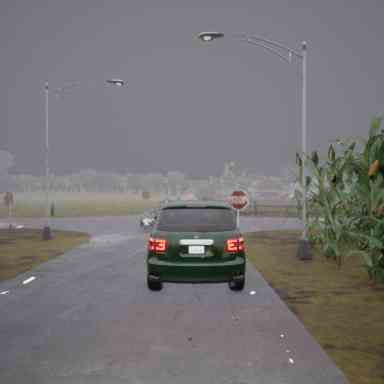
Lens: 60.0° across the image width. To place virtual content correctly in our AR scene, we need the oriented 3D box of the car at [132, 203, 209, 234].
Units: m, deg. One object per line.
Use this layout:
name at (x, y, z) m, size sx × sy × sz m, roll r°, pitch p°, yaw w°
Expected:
car at (-1.159, 1.481, 20.240) m, size 2.128 × 1.511 × 4.902 m, roll -1°, pitch 0°, yaw 33°

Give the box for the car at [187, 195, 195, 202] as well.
car at (-0.151, 1.479, 80.826) m, size 1.882 × 1.535 × 5.008 m, roll 0°, pitch 0°, yaw 0°

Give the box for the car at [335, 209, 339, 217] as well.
car at (14.108, 1.523, 26.297) m, size 5.357 × 1.411 × 2.033 m, roll 0°, pitch 2°, yaw 0°

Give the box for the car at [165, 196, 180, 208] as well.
car at (-2.929, 1.468, 50.275) m, size 1.882 × 1.535 × 5.008 m, roll 0°, pitch 0°, yaw 0°

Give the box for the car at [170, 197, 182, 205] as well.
car at (-2.934, 1.557, 60.441) m, size 1.994 × 1.385 × 4.181 m, roll 0°, pitch 0°, yaw 0°

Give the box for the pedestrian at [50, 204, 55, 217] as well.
pedestrian at (-12.236, 1.612, 29.176) m, size 0.500 × 1.100 × 0.500 m, roll 0°, pitch 2°, yaw 0°

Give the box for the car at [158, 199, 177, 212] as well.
car at (-2.921, 1.552, 39.842) m, size 1.994 × 1.385 × 4.181 m, roll 0°, pitch 0°, yaw 0°

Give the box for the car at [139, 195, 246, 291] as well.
car at (0.087, 1.217, 9.161) m, size 2.150 × 2.045 × 5.566 m, roll 0°, pitch 0°, yaw 0°
